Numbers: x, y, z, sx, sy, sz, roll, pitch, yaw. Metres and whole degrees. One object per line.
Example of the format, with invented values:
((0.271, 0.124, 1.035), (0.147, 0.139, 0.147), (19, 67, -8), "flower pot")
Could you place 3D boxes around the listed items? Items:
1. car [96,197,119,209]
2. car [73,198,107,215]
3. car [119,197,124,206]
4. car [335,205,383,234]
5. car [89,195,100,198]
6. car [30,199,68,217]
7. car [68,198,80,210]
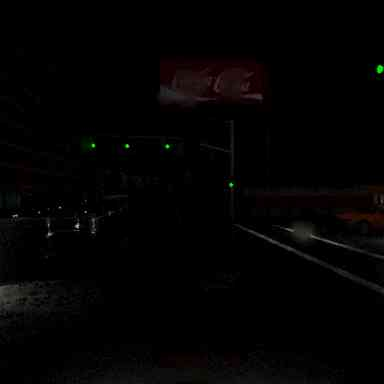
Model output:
((-11.349, 1.600, 44.271), (1.895, 1.301, 4.718), (0, 0, -5), "car")
((-10.432, 1.600, 34.245), (1.895, 1.301, 4.718), (0, 0, -5), "car")
((-12.245, 1.525, 54.357), (1.812, 1.442, 4.674), (0, 0, -5), "car")
((10.651, 1.477, 18.669), (5.008, 1.535, 1.882), (0, 0, -5), "car")
((-15.634, 1.350, 52.937), (2.097, 1.767, 4.553), (0, 0, -5), "car")
((-13.721, 1.525, 31.730), (1.812, 1.442, 4.674), (0, 0, -5), "car")
((-14.569, 1.477, 41.021), (1.882, 1.535, 5.008), (0, 0, -5), "car")
